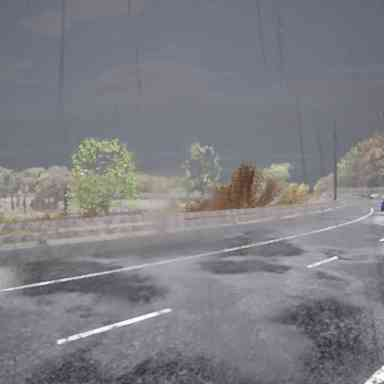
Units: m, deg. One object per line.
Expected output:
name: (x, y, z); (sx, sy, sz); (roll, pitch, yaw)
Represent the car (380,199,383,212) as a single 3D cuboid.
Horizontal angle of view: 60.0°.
car: (21.944, 1.342, 36.688); (1.882, 1.535, 5.008); (0, 0, 30)
